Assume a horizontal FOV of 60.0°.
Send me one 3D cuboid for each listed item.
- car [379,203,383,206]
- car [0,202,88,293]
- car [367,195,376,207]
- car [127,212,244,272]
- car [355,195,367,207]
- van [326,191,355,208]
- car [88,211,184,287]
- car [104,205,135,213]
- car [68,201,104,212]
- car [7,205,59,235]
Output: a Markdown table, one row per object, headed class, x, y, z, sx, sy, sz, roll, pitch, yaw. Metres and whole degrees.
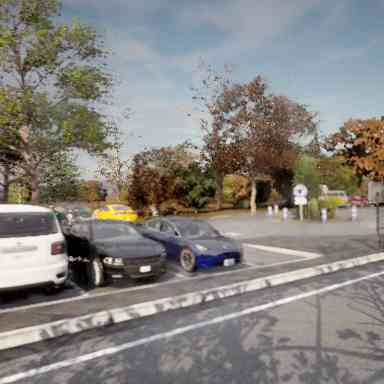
| class | x | y | z | sx | sy | sz | roll | pitch | yaw |
| --- | --- | --- | --- | --- | --- | --- | --- | --- | --- |
| car | 23.201 | 1.138 | 44.567 | 2.163 | 1.488 | 4.792 | 0 | 0 | -35 |
| car | -4.847 | 1.320 | 8.545 | 2.435 | 2.045 | 5.566 | 1 | 0 | -35 |
| car | 20.832 | 1.151 | 42.873 | 2.002 | 1.452 | 4.674 | 0 | 0 | -35 |
| car | -0.275 | 1.652 | 11.689 | 2.163 | 1.488 | 4.792 | 1 | 0 | -35 |
| car | 18.553 | 1.147 | 41.273 | 2.002 | 1.452 | 4.674 | 0 | 0 | -35 |
| van | 16.439 | 0.878 | 39.632 | 1.878 | 1.987 | 4.442 | 0 | 1 | -35 |
| car | -2.565 | 1.596 | 10.121 | 2.097 | 1.535 | 5.008 | 1 | 0 | -35 |
| car | -5.645 | 1.640 | 23.932 | 2.097 | 1.535 | 5.008 | 1 | 0 | -35 |
| car | -7.932 | 1.489 | 22.368 | 2.185 | 1.767 | 4.553 | 1 | 0 | -35 |
| car | -10.063 | 1.620 | 20.796 | 2.163 | 1.488 | 4.792 | 1 | 0 | -35 |
